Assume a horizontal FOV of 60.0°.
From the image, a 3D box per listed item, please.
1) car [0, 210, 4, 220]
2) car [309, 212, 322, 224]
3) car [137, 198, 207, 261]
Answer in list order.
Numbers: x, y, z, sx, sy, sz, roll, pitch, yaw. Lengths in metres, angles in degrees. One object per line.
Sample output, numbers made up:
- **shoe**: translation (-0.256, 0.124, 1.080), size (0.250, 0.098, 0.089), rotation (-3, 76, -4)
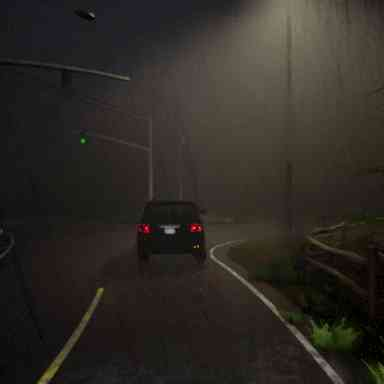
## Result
- **car**: translation (-17.202, 1.556, 26.734), size (4.892, 1.490, 1.837), rotation (0, 0, 30)
- **car**: translation (10.701, 1.671, 23.076), size (4.718, 1.301, 1.895), rotation (0, 0, 0)
- **car**: translation (-0.622, 1.248, 12.439), size (2.150, 2.045, 5.566), rotation (-1, 0, 1)
